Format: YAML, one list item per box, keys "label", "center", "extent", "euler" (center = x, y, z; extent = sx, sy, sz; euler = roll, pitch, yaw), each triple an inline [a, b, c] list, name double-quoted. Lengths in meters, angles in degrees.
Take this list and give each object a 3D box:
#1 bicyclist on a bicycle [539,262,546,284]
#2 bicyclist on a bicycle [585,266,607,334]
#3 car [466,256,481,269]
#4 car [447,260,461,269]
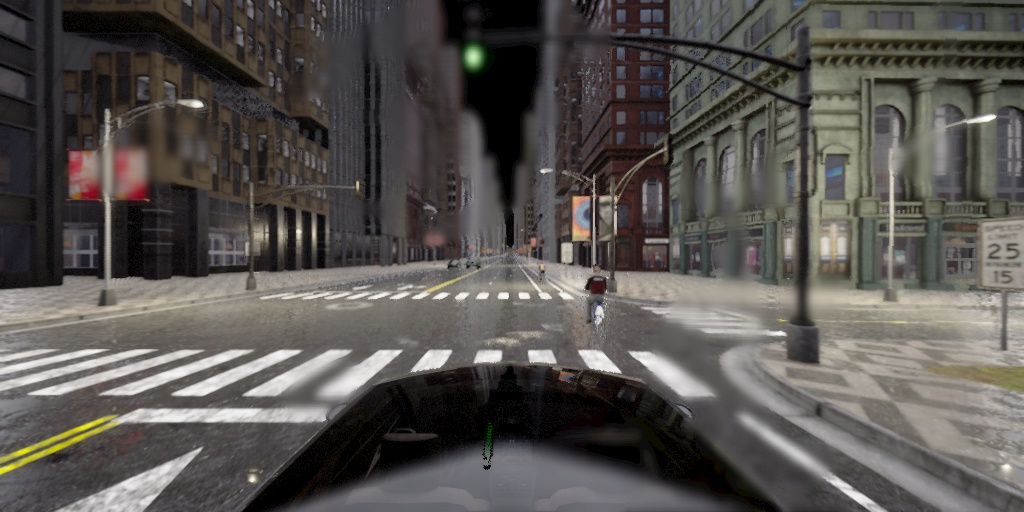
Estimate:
- label: "bicyclist on a bicycle"
  center: [2.257, 1.271, 26.547]
  extent: [0.582, 1.620, 1.656]
  euler: [0, 0, 0]
- label: "bicyclist on a bicycle"
  center: [2.279, 1.165, 9.885]
  extent: [0.659, 1.776, 1.843]
  euler: [1, 0, 0]
- label: "car"
  center: [-6.489, 1.101, 60.661]
  extent: [2.150, 2.045, 5.566]
  euler: [0, 0, 0]
- label: "car"
  center: [-9.738, 1.383, 60.692]
  extent: [1.837, 1.490, 4.892]
  euler: [0, 0, 0]
